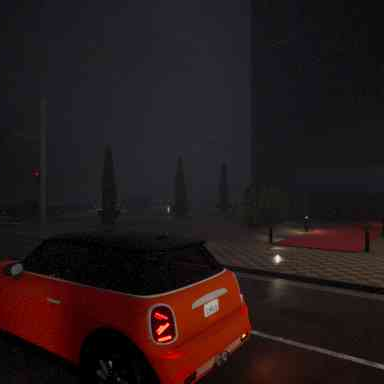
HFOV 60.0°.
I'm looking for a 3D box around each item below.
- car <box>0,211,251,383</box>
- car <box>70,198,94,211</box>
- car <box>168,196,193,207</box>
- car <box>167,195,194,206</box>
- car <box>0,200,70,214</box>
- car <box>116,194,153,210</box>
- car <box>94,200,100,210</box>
[{"bbox_3d":[-1.505,1.352,5.070,4.553,1.767,2.097,0,0,36],"label":"car"},{"bbox_3d":[-13.266,1.601,35.363,1.895,1.301,4.718,0,0,36],"label":"car"},{"bbox_3d":[-1.714,1.526,51.278,1.812,1.442,4.674,0,0,36],"label":"car"},{"bbox_3d":[-1.915,1.352,56.939,2.097,1.767,4.553,0,0,36],"label":"car"},{"bbox_3d":[-13.511,1.477,28.718,1.882,1.535,5.008,0,0,36],"label":"car"},{"bbox_3d":[-7.534,1.221,43.269,2.150,2.045,5.566,0,0,36],"label":"car"},{"bbox_3d":[-13.588,1.491,40.884,2.128,1.511,4.902,0,0,36],"label":"car"}]
